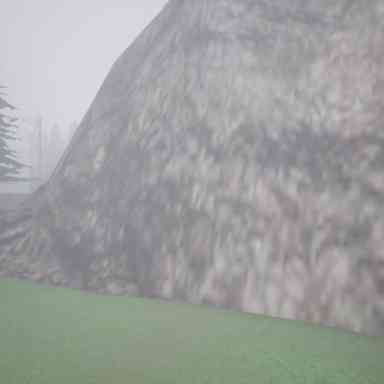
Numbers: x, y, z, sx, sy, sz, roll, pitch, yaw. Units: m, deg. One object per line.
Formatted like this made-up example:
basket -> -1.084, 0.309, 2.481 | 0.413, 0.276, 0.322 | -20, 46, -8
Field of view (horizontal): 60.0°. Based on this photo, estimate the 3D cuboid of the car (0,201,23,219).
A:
car -> -16.156, 1.491, 26.671 | 2.128, 1.511, 4.902 | 0, 0, 29
